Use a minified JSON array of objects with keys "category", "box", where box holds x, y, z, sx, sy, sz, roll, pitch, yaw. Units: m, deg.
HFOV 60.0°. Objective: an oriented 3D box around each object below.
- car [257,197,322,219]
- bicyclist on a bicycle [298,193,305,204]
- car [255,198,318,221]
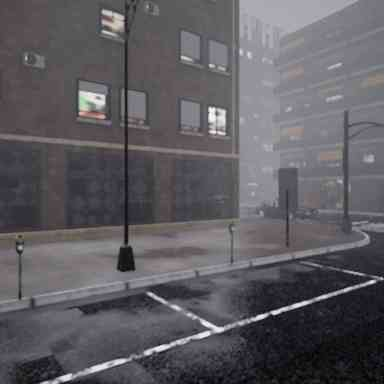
[{"category":"car","box":[7.802,1.224,27.160,1.882,1.535,5.008,0,1,-36]},{"category":"bicyclist on a bicycle","box":[11.874,0.975,36.427,1.656,1.620,0.582,0,1,-36]},{"category":"car","box":[6.608,1.319,24.415,2.008,1.369,4.403,1,0,-36]}]
